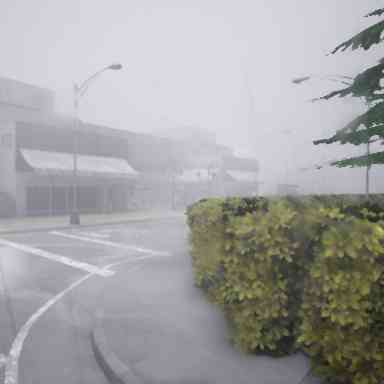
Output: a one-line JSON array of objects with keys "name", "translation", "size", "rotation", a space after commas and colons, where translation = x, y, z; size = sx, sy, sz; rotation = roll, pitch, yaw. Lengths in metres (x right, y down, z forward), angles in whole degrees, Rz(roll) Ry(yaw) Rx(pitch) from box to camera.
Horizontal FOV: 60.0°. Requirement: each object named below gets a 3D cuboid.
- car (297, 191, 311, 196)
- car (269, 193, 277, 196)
[{"name": "car", "translation": [25.736, 0.992, 78.326], "size": [2.007, 1.523, 4.514], "rotation": [1, 1, 38]}, {"name": "car", "translation": [18.515, 0.875, 75.015], "size": [1.970, 1.475, 3.806], "rotation": [1, 1, 38]}]
